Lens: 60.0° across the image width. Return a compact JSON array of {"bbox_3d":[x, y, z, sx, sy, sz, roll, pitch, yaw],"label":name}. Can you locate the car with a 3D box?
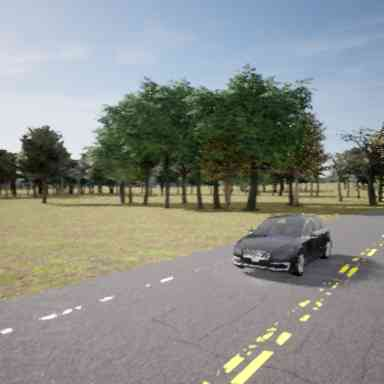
[{"bbox_3d":[3.069,1.533,10.627,1.837,1.490,4.892,1,0,36],"label":"car"}]
